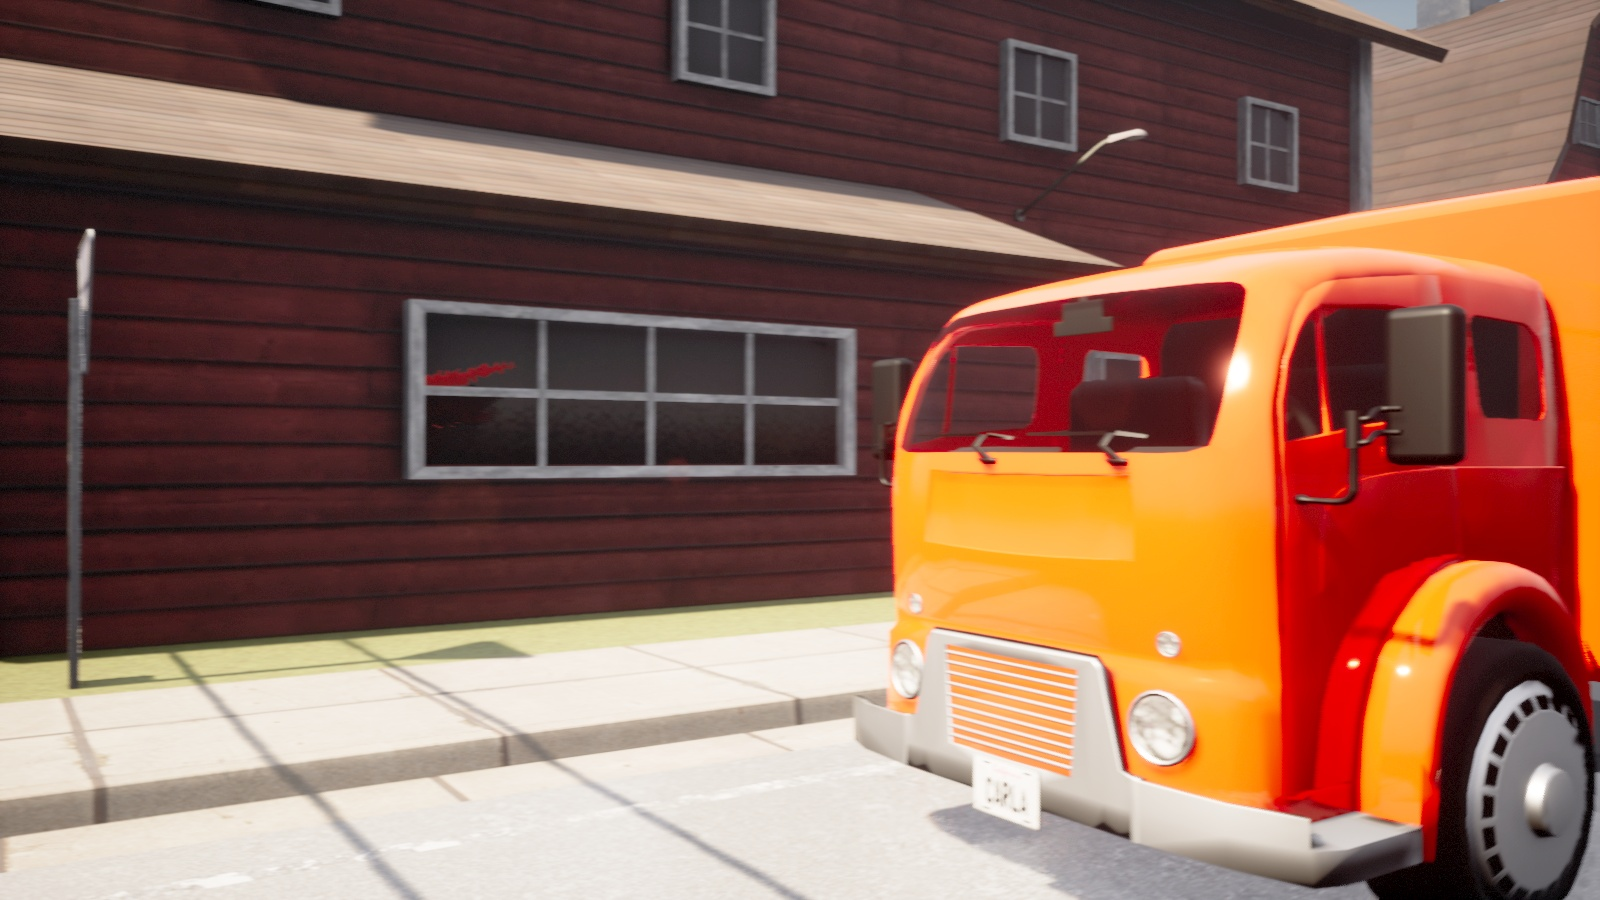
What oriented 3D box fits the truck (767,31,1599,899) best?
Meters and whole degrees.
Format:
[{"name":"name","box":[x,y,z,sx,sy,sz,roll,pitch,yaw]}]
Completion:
[{"name":"truck","box":[2.765,0.264,5.433,5.204,2.467,2.627,0,0,-34]}]
